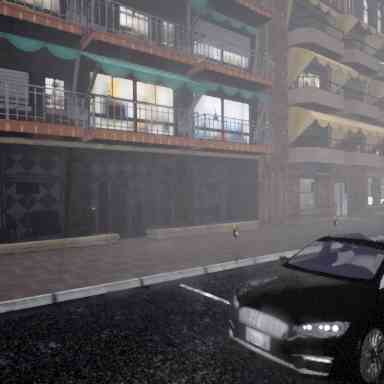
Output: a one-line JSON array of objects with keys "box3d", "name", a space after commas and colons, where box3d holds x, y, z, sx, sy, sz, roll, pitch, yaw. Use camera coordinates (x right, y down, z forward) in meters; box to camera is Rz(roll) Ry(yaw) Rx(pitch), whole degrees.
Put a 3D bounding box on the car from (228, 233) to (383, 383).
[{"box3d": [2.734, 1.490, 5.467, 4.902, 1.511, 2.128, 0, 0, -37], "name": "car"}]
